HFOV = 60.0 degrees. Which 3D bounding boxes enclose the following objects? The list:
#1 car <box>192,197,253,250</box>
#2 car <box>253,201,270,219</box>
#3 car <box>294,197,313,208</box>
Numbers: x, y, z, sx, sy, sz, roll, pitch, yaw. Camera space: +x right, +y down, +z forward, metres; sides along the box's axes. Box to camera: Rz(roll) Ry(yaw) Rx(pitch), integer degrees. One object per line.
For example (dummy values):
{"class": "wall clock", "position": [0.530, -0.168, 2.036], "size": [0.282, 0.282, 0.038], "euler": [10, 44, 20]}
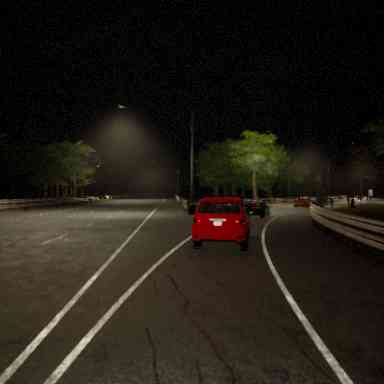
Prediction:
{"class": "car", "position": [1.427, 1.235, 14.622], "size": [2.150, 2.045, 5.566], "euler": [0, 0, 11]}
{"class": "car", "position": [5.864, 1.531, 30.116], "size": [2.128, 1.511, 4.902], "euler": [0, 0, 21]}
{"class": "car", "position": [17.115, 1.571, 50.309], "size": [1.882, 1.535, 5.008], "euler": [0, 0, 37]}
